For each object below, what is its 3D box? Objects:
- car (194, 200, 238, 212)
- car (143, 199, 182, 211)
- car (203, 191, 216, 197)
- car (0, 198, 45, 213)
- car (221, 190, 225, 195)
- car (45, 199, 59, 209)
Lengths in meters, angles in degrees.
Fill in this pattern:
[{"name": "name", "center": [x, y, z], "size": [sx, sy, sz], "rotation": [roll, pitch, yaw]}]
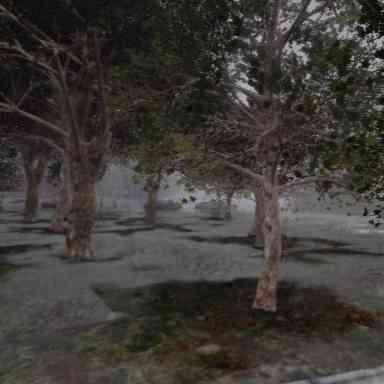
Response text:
[{"name": "car", "center": [3.003, 1.700, 41.940], "size": [5.357, 1.411, 2.033], "rotation": [1, 0, 20]}, {"name": "car", "center": [-3.487, 1.579, 39.711], "size": [4.674, 1.442, 1.812], "rotation": [1, 0, 1]}, {"name": "car", "center": [3.895, 0.354, 73.456], "size": [1.946, 1.575, 5.366], "rotation": [1, 3, 21]}, {"name": "car", "center": [-18.073, 1.365, 34.500], "size": [4.674, 1.442, 1.812], "rotation": [1, 0, -24]}, {"name": "car", "center": [7.830, -0.226, 83.763], "size": [1.946, 1.575, 5.366], "rotation": [1, 3, 21]}, {"name": "car", "center": [-16.925, 1.468, 38.647], "size": [4.718, 1.301, 1.895], "rotation": [1, 0, -29]}]
